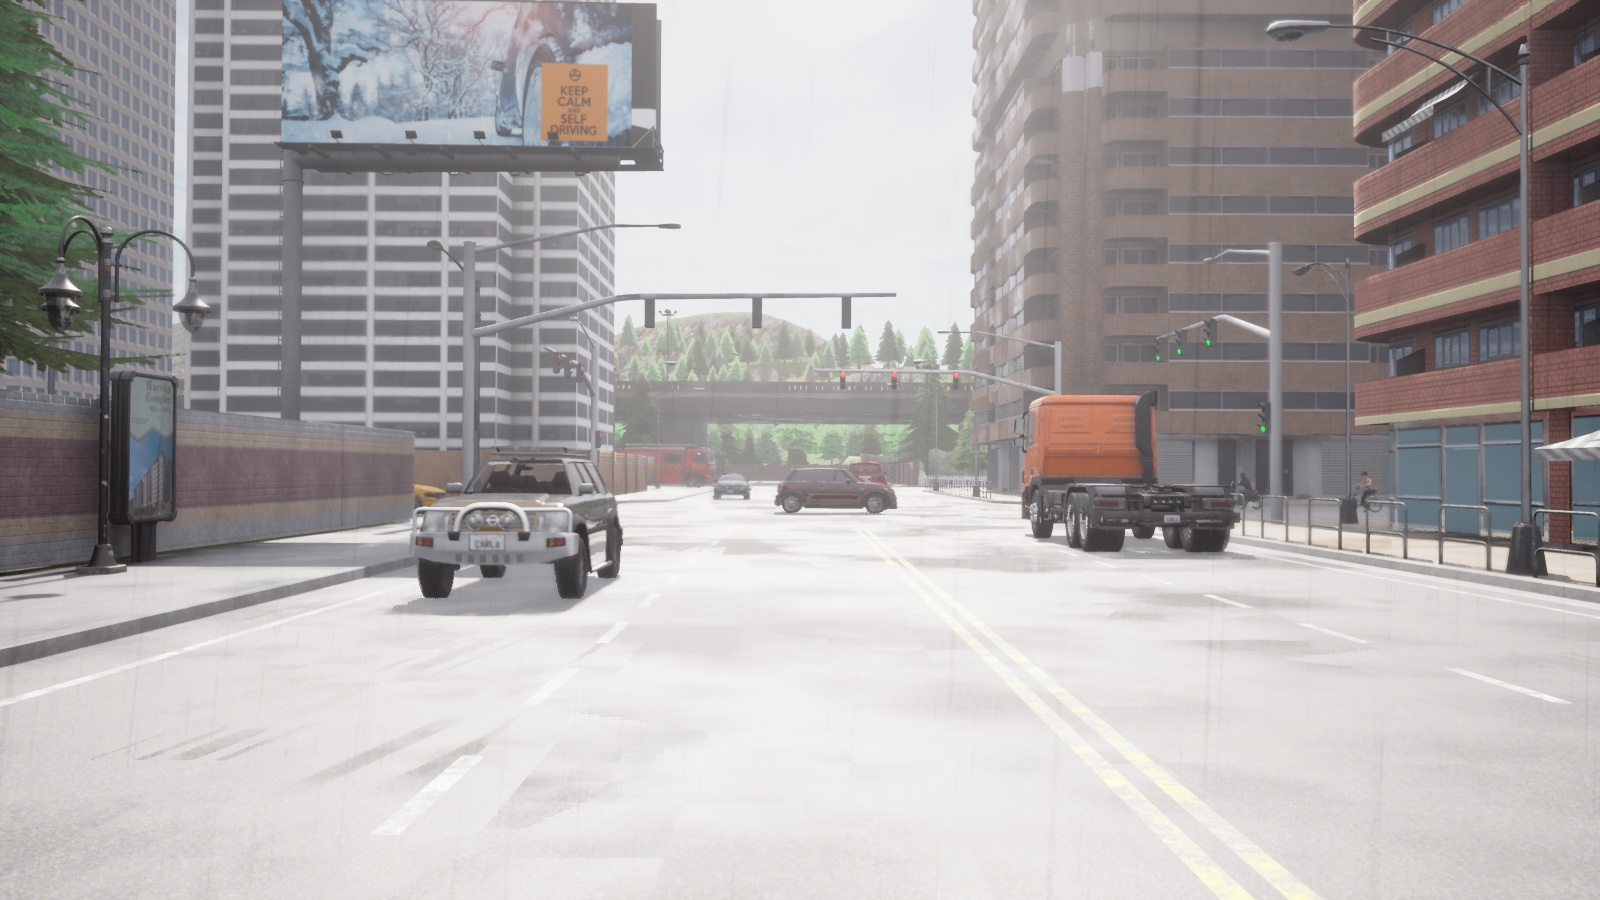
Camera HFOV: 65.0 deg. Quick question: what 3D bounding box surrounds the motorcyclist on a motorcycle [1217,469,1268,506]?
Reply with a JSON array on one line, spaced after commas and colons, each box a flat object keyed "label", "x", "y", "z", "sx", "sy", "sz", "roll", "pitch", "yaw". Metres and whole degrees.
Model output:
[{"label": "motorcyclist on a motorcycle", "x": 18.769, "y": 1.585, "z": 53.265, "sx": 1.817, "sy": 1.590, "sz": 0.866, "roll": 0, "pitch": -1, "yaw": 0}]

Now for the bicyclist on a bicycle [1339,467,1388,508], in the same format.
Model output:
[{"label": "bicyclist on a bicycle", "x": 22.322, "y": 1.495, "z": 49.752, "sx": 1.509, "sy": 1.612, "sz": 0.866, "roll": 0, "pitch": -1, "yaw": 0}]

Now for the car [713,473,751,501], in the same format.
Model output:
[{"label": "car", "x": -3.696, "y": 2.011, "z": 68.991, "sx": 1.812, "sy": 1.442, "sz": 4.674, "roll": 0, "pitch": -1, "yaw": 0}]

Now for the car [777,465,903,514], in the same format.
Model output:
[{"label": "car", "x": 1.442, "y": 1.443, "z": 46.311, "sx": 4.553, "sy": 1.767, "sz": 2.097, "roll": 0, "pitch": -1, "yaw": 0}]

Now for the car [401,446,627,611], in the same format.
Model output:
[{"label": "car", "x": -3.548, "y": 0.922, "z": 16.487, "sx": 1.932, "sy": 1.855, "sz": 4.605, "roll": 0, "pitch": -1, "yaw": 0}]

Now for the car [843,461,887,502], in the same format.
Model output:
[{"label": "car", "x": 3.335, "y": 1.611, "z": 65.144, "sx": 2.150, "sy": 2.045, "sz": 5.566, "roll": 0, "pitch": -1, "yaw": 2}]

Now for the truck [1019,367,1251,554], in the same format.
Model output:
[{"label": "truck", "x": 6.917, "y": 0.263, "z": 27.349, "sx": 2.891, "sy": 3.462, "sz": 7.936, "roll": 0, "pitch": -1, "yaw": 0}]

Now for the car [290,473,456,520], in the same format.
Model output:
[{"label": "car", "x": -14.509, "y": 1.568, "z": 42.849, "sx": 5.008, "sy": 1.535, "sz": 1.882, "roll": 0, "pitch": -1, "yaw": 0}]
